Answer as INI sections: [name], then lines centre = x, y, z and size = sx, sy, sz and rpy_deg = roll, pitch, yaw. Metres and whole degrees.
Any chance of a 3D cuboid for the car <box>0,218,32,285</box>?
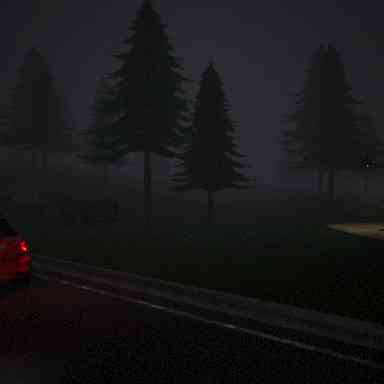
[car]
centre = -6.035, 1.351, 8.295
size = 4.553, 1.767, 2.097
rpy_deg = 0, 0, 35
